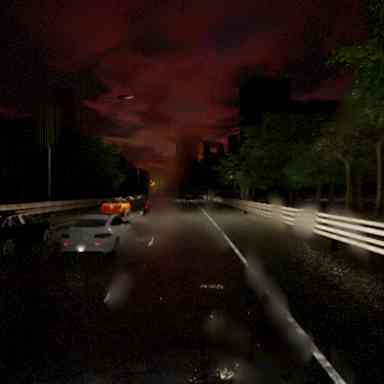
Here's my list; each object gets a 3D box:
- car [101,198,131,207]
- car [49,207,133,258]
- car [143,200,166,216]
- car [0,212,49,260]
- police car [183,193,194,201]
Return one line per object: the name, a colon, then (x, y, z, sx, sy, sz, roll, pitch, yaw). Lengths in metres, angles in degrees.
car: (-7.145, 1.364, 31.572, 2.097, 1.767, 4.553, 0, 0, -1)
car: (-3.446, 1.528, 12.595, 1.812, 1.442, 4.674, 0, 0, 0)
car: (-3.677, 1.537, 32.941, 1.812, 1.442, 4.674, 0, 0, -1)
car: (-6.945, 1.494, 12.378, 2.128, 1.511, 4.902, 0, 0, 0)
police car: (-0.620, 1.469, 85.123, 1.930, 1.638, 5.238, 0, 0, -2)
